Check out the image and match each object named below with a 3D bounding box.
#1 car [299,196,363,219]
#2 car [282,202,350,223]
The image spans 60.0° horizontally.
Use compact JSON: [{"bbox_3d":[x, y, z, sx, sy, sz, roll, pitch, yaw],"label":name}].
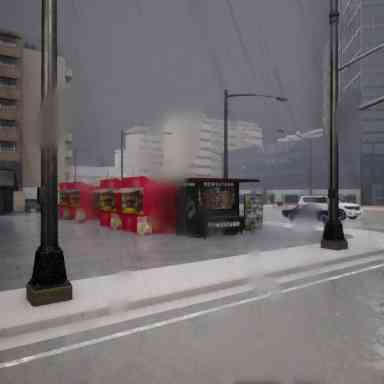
[{"bbox_3d":[12.004,1.339,29.432,2.150,2.045,5.566,0,-1,-36],"label":"car"},{"bbox_3d":[9.675,1.707,26.702,1.895,1.301,4.718,0,-1,-37],"label":"car"}]
